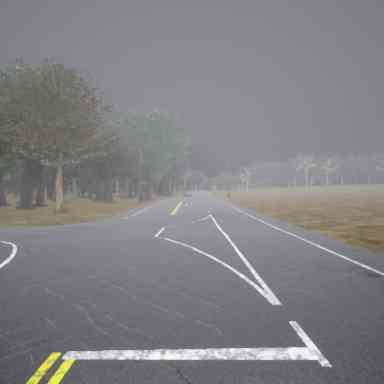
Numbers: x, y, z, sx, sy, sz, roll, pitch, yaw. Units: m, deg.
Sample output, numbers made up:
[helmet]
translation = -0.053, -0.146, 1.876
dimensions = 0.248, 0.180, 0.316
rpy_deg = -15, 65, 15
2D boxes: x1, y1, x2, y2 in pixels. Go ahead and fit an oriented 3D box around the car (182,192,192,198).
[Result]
[car]
translation = -1.207, 0.636, 83.935
dimensions = 1.882, 1.535, 5.008
rpy_deg = 0, 1, 7
